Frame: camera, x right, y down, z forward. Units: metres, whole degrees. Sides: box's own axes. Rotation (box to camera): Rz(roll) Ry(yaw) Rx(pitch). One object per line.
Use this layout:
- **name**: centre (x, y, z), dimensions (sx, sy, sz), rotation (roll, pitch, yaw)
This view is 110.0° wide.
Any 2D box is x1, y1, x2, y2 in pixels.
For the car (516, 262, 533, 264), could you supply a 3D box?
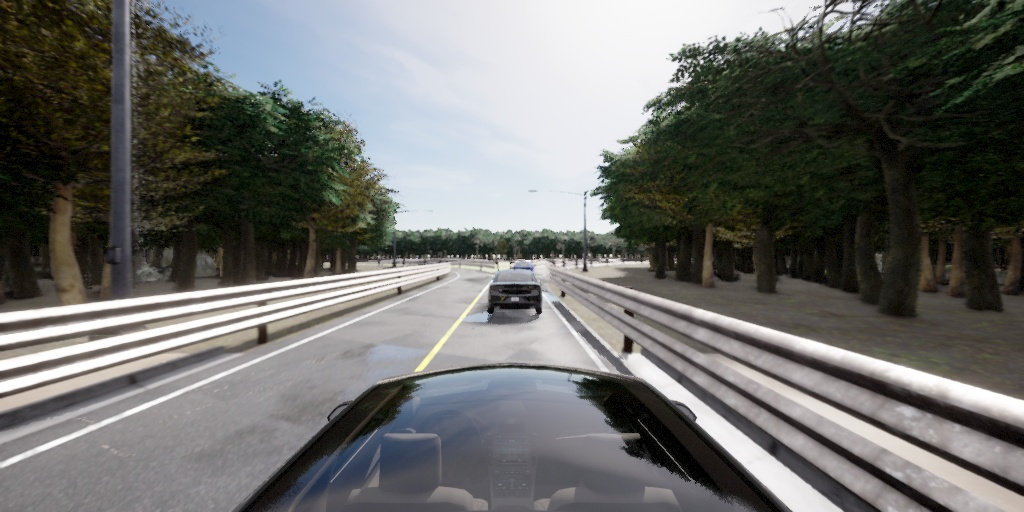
- **car**: centre (1.158, 1.261, 32.577), dimensions (1.882, 1.535, 5.008), rotation (0, 0, 7)

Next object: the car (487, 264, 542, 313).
- **car**: centre (0.107, 1.242, 14.059), dimensions (1.882, 1.535, 5.008), rotation (0, 0, 0)
